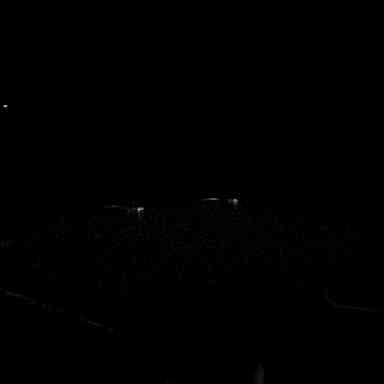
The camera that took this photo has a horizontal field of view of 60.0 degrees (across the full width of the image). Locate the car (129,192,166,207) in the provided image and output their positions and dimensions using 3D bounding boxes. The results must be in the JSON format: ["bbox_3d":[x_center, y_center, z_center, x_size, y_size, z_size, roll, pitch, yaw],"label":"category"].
[{"bbox_3d":[-4.914,0.808,37.578,1.837,1.490,4.892,0,1,36],"label":"car"}]

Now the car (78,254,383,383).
[{"bbox_3d":[1.504,1.316,1.892,5.009,1.841,2.192,0,0,35],"label":"car"}]

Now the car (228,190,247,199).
[{"bbox_3d":[7.433,0.358,54.554,1.812,1.442,4.674,0,1,36],"label":"car"}]
